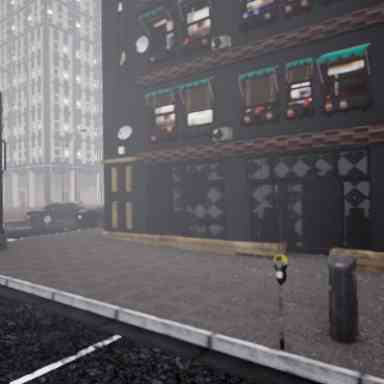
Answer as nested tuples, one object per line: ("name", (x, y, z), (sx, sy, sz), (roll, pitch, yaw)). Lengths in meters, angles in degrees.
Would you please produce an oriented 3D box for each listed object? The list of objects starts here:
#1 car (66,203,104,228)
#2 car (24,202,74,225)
("car", (-5.486, 1.496, 21.506), (1.947, 1.339, 4.313), (0, 1, 35))
("car", (-10.048, 1.531, 25.105), (1.837, 1.490, 4.892), (-1, 0, 35))
